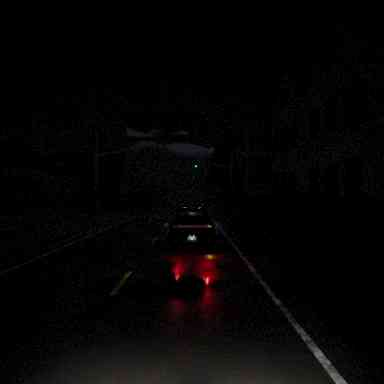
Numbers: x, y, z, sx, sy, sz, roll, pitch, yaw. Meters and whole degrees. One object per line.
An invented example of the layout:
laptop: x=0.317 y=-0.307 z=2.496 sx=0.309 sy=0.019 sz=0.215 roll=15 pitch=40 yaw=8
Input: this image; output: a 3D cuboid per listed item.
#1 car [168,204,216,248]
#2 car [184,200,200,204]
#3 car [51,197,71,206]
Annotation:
car: x=0.000 y=1.493 z=14.650 sx=2.128 sy=1.511 sz=4.902 roll=0 pitch=0 yaw=0
car: x=0.000 y=1.493 z=29.650 sx=2.128 sy=1.511 sz=4.902 roll=0 pitch=0 yaw=0
car: x=-22.171 y=1.669 z=58.170 sx=4.611 sy=1.667 sz=2.242 roll=0 pitch=0 yaw=0
